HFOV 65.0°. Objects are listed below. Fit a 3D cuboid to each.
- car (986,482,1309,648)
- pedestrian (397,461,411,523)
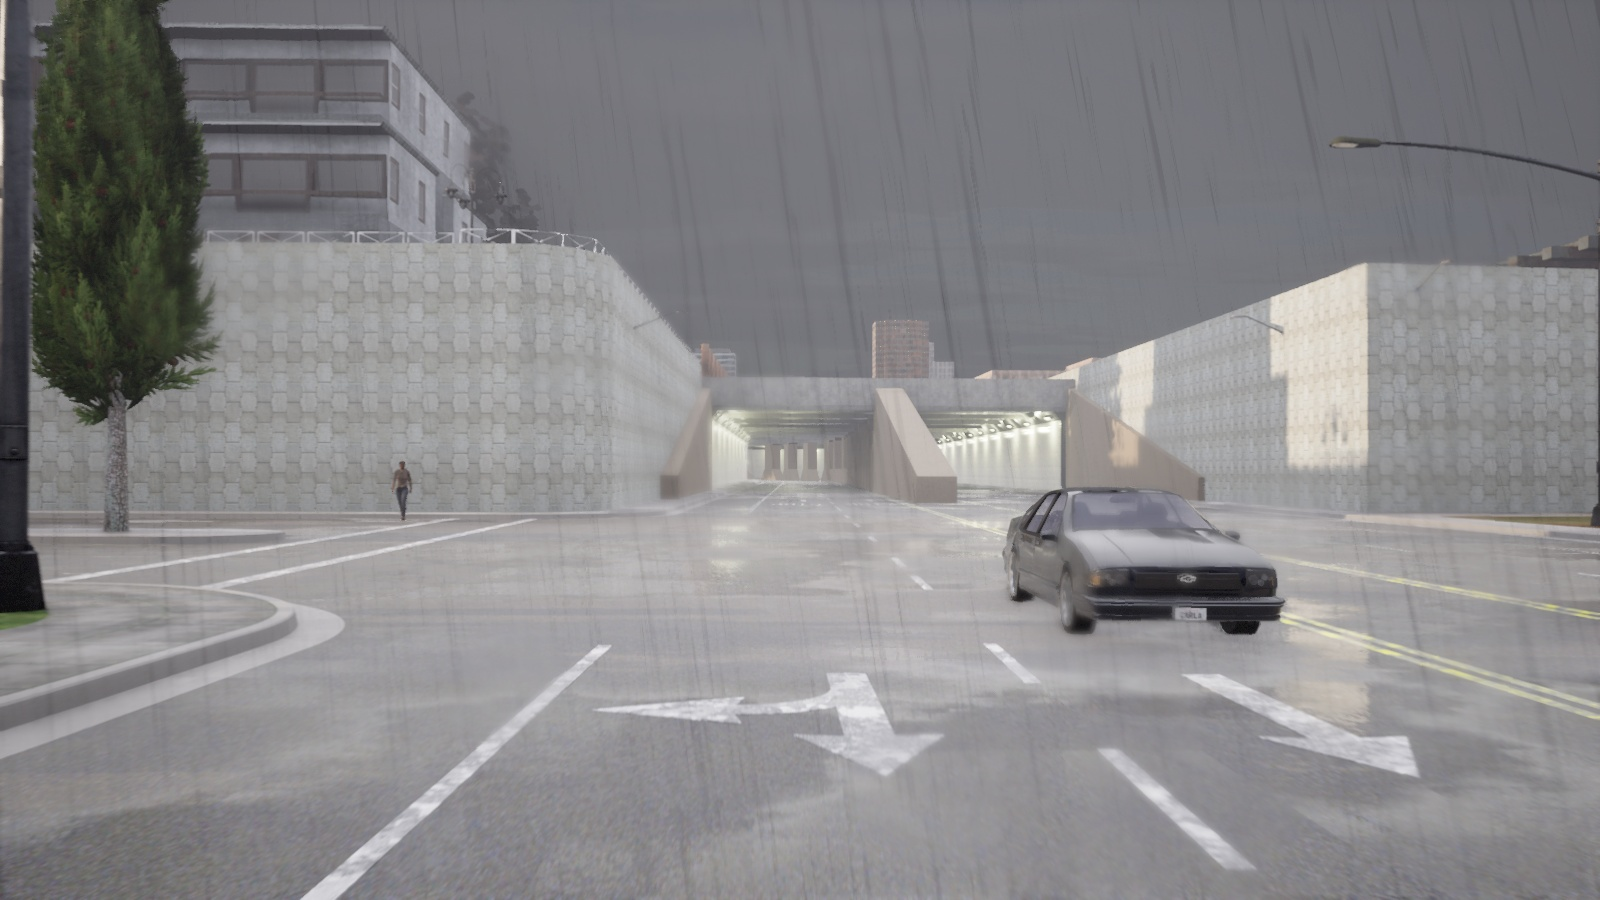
[{"bbox_3d":[3.467,1.079,13.776,2.033,1.411,5.357,0,-1,0],"label":"car"},{"bbox_3d":[-11.750,1.238,37.283,0.328,1.805,0.869,0,-1,-12],"label":"pedestrian"}]
